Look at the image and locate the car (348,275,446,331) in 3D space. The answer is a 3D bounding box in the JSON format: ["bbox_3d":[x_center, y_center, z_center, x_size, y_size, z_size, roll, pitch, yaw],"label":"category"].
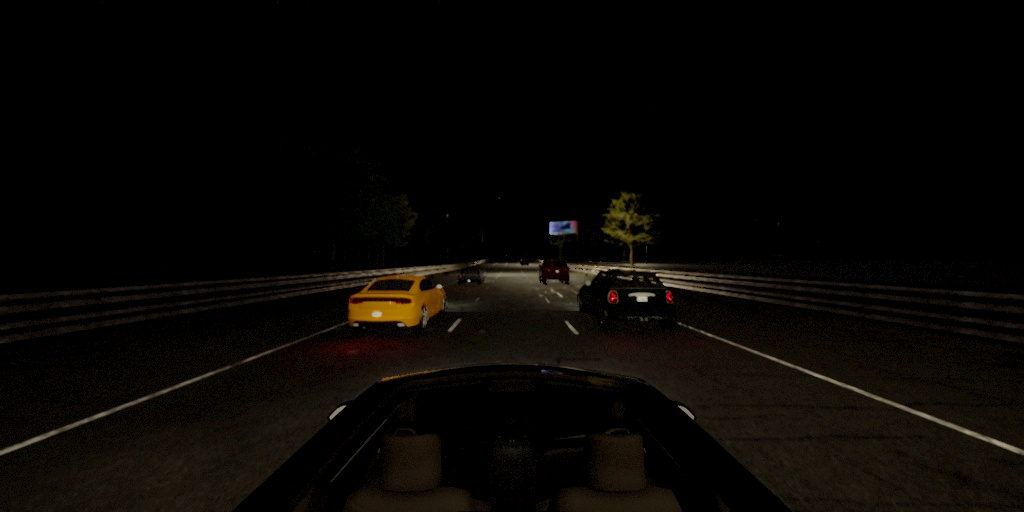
[{"bbox_3d":[-3.404,1.351,11.515,1.882,1.535,5.008,0,-1,0],"label":"car"}]

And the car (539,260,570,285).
[{"bbox_3d":[3.596,1.345,31.092,2.150,2.045,5.566,0,-1,0],"label":"car"}]

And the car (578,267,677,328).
[{"bbox_3d":[3.596,1.232,12.038,2.097,1.767,4.553,0,-1,0],"label":"car"}]

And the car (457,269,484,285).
[{"bbox_3d":[-3.404,1.717,30.543,1.895,1.301,4.718,0,-1,0],"label":"car"}]
